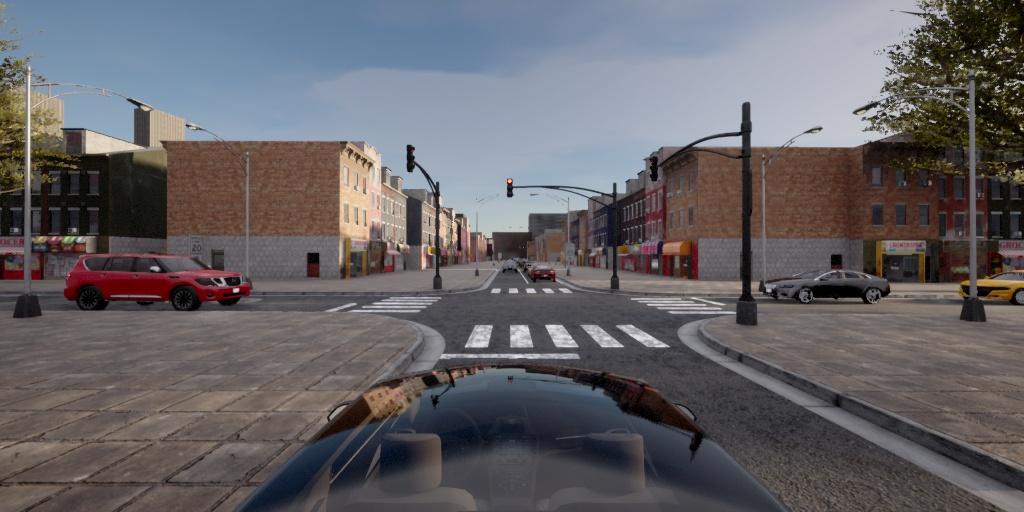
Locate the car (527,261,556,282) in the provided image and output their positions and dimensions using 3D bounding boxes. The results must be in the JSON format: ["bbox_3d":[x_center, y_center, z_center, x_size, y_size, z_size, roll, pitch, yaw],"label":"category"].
[{"bbox_3d":[2.430,1.312,28.646,1.888,1.381,4.507,0,0,0],"label":"car"}]

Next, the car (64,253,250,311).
[{"bbox_3d":[-13.106,0.928,13.443,5.566,2.045,2.150,0,0,0],"label":"car"}]

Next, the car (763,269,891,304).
[{"bbox_3d":[14.268,1.334,16.437,4.902,1.511,2.128,0,0,1],"label":"car"}]

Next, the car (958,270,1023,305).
[{"bbox_3d":[23.719,1.388,16.462,5.008,1.535,1.882,0,0,0],"label":"car"}]

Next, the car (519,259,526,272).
[{"bbox_3d":[2.297,1.366,45.683,1.948,1.339,4.313,0,0,0],"label":"car"}]

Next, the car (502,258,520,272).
[{"bbox_3d":[-0.247,1.350,46.585,2.033,1.411,5.357,0,0,0],"label":"car"}]

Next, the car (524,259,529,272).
[{"bbox_3d":[2.384,1.301,34.494,1.751,1.417,4.829,0,0,0],"label":"car"}]
